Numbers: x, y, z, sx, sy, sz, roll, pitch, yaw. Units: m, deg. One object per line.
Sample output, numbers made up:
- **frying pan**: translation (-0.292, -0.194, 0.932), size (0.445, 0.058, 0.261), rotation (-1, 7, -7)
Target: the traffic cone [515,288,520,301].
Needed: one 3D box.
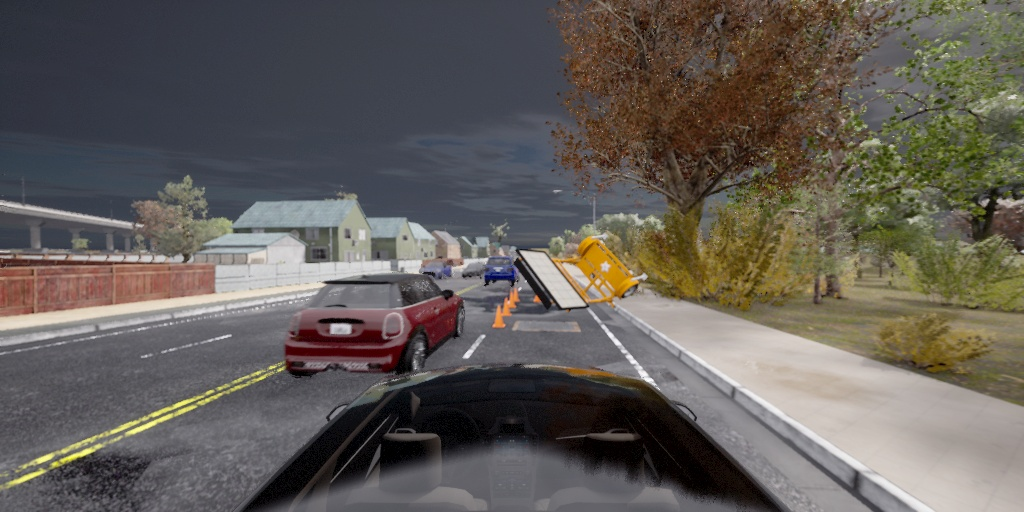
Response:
- **traffic cone**: translation (0.174, 1.771, 16.421), size (0.340, 0.580, 0.340), rotation (0, 0, 5)

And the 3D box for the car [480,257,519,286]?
- **car**: translation (-0.667, 1.081, 26.639), size (2.150, 2.045, 5.566), rotation (0, 0, 5)

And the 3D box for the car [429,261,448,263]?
- **car**: translation (-6.861, 1.248, 32.468), size (2.097, 1.767, 4.553), rotation (0, 0, 5)

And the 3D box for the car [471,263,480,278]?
- **car**: translation (-3.456, 1.399, 33.998), size (1.837, 1.490, 4.892), rotation (0, 0, 5)

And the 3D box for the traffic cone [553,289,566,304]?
- **traffic cone**: translation (2.164, 1.766, 16.239), size (0.340, 0.580, 0.340), rotation (0, 0, 5)

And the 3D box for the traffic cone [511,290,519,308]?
- **traffic cone**: translation (-0.009, 1.763, 14.430), size (0.340, 0.580, 0.340), rotation (0, 0, 5)

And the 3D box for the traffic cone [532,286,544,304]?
- **traffic cone**: translation (1.169, 1.769, 16.330), size (0.340, 0.580, 0.340), rotation (0, 0, 5)

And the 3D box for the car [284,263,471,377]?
- **car**: translation (-2.417, 1.134, 7.548), size (2.097, 1.767, 4.553), rotation (0, 0, 5)

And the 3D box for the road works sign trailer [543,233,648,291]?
- **road works sign trailer**: translation (3.063, -0.797, 12.630), size (2.880, 3.560, 2.380), rotation (0, 0, -40)

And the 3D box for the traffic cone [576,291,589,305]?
- **traffic cone**: translation (3.160, 1.763, 16.147), size (0.340, 0.580, 0.340), rotation (0, 0, 5)

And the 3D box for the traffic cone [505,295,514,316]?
- **traffic cone**: translation (-0.192, 1.754, 12.438), size (0.340, 0.580, 0.340), rotation (0, 0, 5)

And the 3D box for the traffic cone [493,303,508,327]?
- **traffic cone**: translation (-0.375, 1.746, 10.447), size (0.340, 0.580, 0.340), rotation (0, 0, 5)
